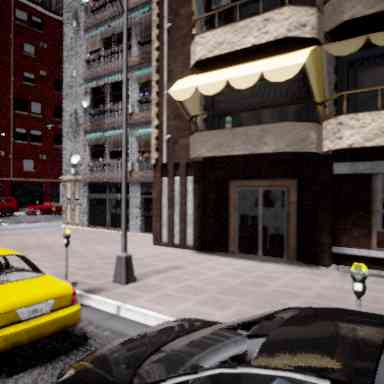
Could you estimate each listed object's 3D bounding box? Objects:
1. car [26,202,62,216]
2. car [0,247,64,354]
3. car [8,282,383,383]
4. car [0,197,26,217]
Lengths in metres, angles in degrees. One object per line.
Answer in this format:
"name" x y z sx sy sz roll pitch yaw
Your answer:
"car" -15.508 1.739 35.594 1.887 1.381 4.507 -1 -1 35
"car" -3.903 1.489 5.660 4.829 1.417 1.752 0 0 36
"car" 0.818 1.563 2.289 4.313 1.339 1.947 0 0 36
"car" -18.801 1.407 30.953 2.192 1.841 5.009 -1 -1 35
